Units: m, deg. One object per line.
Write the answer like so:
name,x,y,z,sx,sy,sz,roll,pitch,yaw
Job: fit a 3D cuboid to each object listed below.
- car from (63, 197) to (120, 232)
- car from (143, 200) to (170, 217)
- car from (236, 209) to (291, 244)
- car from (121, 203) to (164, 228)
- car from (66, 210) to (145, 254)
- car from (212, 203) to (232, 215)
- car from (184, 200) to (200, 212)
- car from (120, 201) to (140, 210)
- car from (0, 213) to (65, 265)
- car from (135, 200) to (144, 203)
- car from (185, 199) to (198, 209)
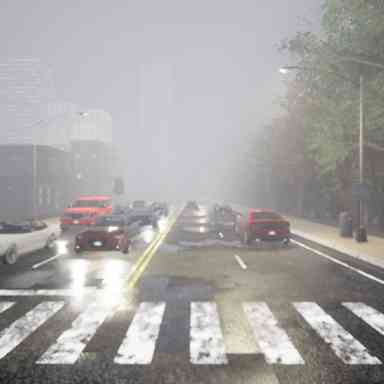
car,-6.601,1.363,21.711,2.150,2.045,5.566,0,0,0
car,-3.281,1.710,33.581,2.128,1.511,4.902,0,0,0
car,3.335,1.584,16.336,1.882,1.535,5.008,0,0,0
car,-3.346,1.716,23.331,1.994,1.385,4.181,0,0,0
car,-3.354,1.655,13.812,1.994,1.385,4.181,0,0,0
car,3.318,1.845,37.564,1.895,1.301,4.718,0,0,0
car,-0.040,1.809,43.688,1.812,1.442,4.674,0,0,0
car,-6.538,1.806,31.513,1.895,1.301,4.718,0,0,0
car,-6.617,1.681,12.166,1.895,1.301,4.718,0,0,1
car,-6.537,1.776,41.828,1.837,1.490,4.892,0,0,0
car,-0.049,1.911,53.691,1.994,1.385,4.181,0,0,0
